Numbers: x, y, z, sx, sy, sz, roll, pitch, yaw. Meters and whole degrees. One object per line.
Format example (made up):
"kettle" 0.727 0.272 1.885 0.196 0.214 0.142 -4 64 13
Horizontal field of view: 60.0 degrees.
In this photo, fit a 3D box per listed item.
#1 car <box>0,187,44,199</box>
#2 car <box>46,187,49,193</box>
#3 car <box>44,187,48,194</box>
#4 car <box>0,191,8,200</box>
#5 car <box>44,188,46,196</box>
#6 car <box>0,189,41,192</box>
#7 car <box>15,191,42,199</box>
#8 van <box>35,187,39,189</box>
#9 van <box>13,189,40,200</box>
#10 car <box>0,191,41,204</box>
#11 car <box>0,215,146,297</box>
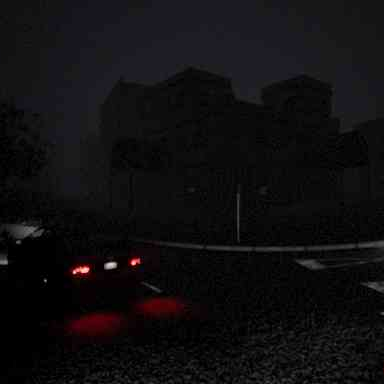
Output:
"car" -27.340 0.573 53.790 5.566 2.045 2.435 0 1 -24
"car" -37.166 0.131 79.243 4.792 1.488 2.163 0 2 -17
"car" -35.357 0.266 73.957 4.892 1.521 2.231 0 2 -19
"car" -36.356 0.581 62.883 2.128 1.511 4.902 0 2 -21
"car" -33.526 0.447 68.815 4.792 1.488 2.163 0 2 -20
"car" -25.103 0.817 48.768 4.553 1.767 2.185 0 1 -24
"car" -32.530 0.531 66.272 4.674 1.452 2.002 0 2 -21
"van" -26.355 0.658 51.225 4.442 1.987 1.878 0 1 -24
"van" -30.412 0.406 61.233 4.442 1.987 1.878 0 1 -22
"car" -24.022 1.001 46.237 4.892 1.521 2.231 0 1 -24
"car" -3.279 1.561 8.743 2.033 1.411 5.357 0 0 -40
